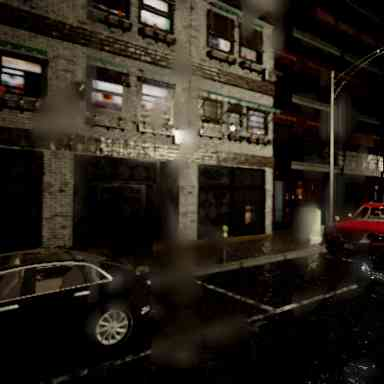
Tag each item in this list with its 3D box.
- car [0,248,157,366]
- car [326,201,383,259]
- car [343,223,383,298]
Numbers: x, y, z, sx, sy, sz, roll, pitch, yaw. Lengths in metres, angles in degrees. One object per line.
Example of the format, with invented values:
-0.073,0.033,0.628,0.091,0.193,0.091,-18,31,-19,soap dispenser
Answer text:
-2.613,1.549,4.639,4.403,1.369,2.008,0,1,-35,car
6.663,1.275,11.253,5.009,1.841,2.192,0,1,-35,car
5.532,1.496,7.325,4.674,1.442,1.812,0,0,-36,car
